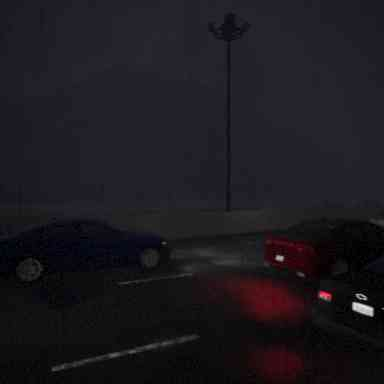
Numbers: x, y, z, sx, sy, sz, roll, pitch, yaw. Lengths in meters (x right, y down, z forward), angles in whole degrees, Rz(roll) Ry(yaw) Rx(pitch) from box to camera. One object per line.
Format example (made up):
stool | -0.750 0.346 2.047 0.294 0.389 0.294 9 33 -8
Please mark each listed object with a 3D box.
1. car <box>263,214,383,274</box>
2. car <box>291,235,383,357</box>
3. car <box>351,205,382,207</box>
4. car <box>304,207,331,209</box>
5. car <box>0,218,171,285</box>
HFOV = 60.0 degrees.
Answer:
car | 4.329 1.477 9.477 5.008 1.535 1.882 0 0 -29
car | 4.388 1.548 5.480 5.357 1.411 2.033 0 0 -29
car | 19.409 1.601 36.565 4.718 1.301 1.895 0 0 -38
car | 15.207 1.601 37.737 4.718 1.301 1.895 0 0 -37
car | -3.044 1.478 9.456 5.008 1.535 1.882 0 0 -27
